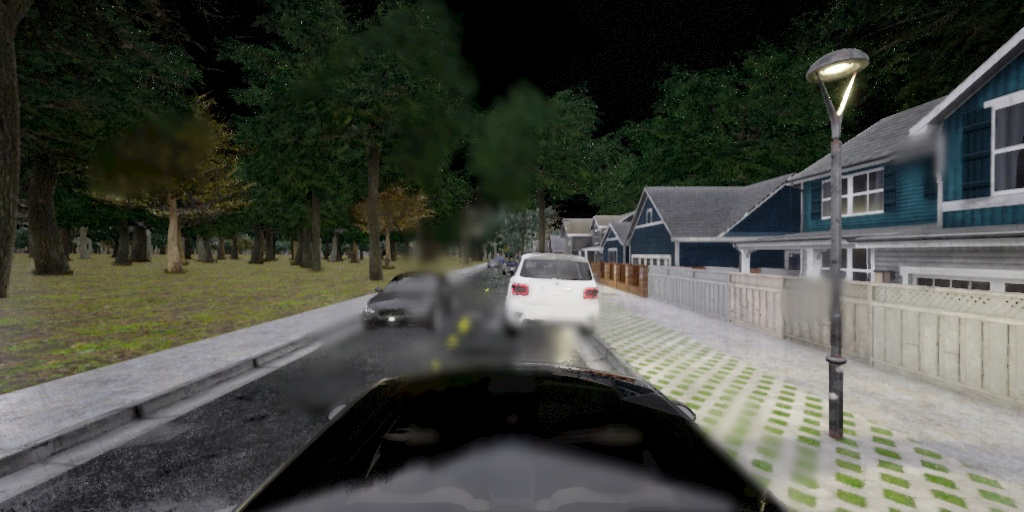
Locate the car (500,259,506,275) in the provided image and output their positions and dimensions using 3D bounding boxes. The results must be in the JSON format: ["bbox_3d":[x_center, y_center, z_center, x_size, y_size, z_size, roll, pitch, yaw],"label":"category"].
[{"bbox_3d":[0.014,1.315,38.462,1.994,1.385,4.181,0,0,1],"label":"car"}]

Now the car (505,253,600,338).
[{"bbox_3d":[0.962,1.005,10.362,2.150,2.045,5.566,3,-1,0],"label":"car"}]

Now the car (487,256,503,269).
[{"bbox_3d":[-2.859,1.230,55.792,2.128,1.511,4.902,0,0,0],"label":"car"}]

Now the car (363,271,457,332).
[{"bbox_3d":[-2.853,1.250,10.967,1.837,1.490,4.892,0,0,0],"label":"car"}]
